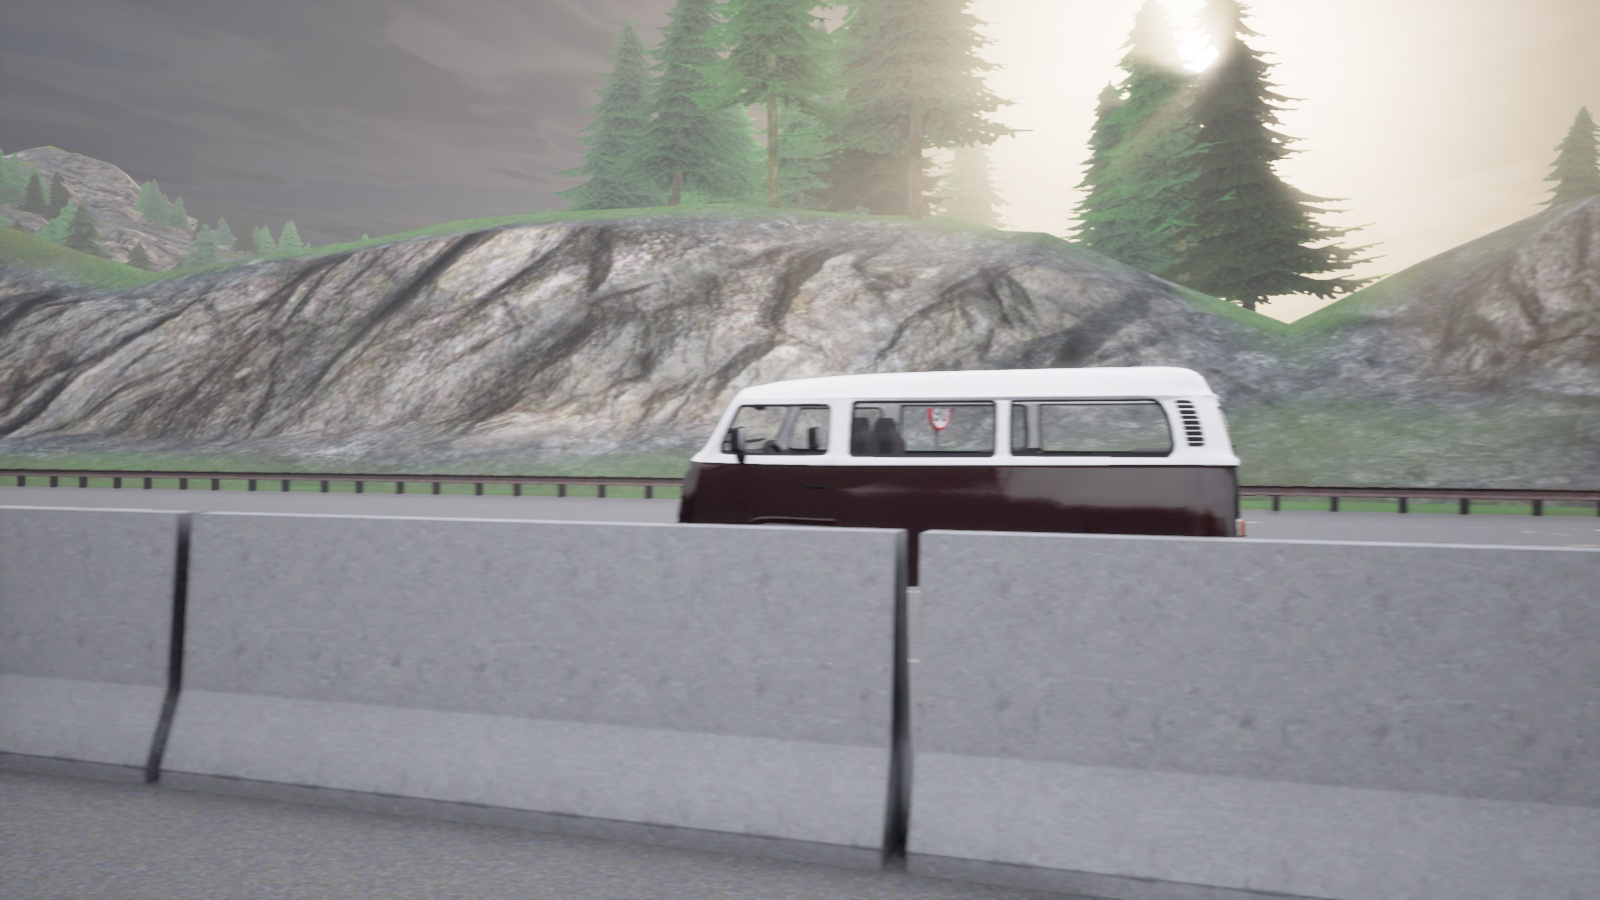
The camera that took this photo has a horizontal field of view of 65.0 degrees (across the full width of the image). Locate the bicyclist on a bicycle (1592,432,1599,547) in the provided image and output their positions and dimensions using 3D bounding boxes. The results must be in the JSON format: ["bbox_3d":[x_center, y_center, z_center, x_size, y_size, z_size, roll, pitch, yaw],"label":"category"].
[{"bbox_3d":[12.122,0.563,17.576,1.656,1.620,0.582,0,1,19],"label":"bicyclist on a bicycle"}]

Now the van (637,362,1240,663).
[{"bbox_3d":[1.169,0.381,10.181,4.480,2.038,2.069,1,1,19],"label":"van"}]
